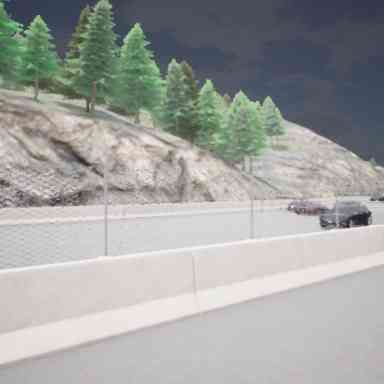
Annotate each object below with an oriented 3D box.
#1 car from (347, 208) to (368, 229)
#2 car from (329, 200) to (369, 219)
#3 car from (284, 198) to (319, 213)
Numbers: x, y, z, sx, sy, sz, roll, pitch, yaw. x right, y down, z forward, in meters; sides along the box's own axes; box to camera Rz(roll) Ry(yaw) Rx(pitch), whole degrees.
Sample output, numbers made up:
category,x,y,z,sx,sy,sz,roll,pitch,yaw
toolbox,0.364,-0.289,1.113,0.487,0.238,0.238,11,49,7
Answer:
category,x,y,z,sx,sy,sz,roll,pitch,yaw
car,10.011,1.529,21.455,4.892,1.490,1.837,0,0,-43
car,14.565,1.540,30.750,1.837,1.490,4.892,0,0,44
car,12.952,1.544,39.233,2.128,1.511,4.902,0,0,42
